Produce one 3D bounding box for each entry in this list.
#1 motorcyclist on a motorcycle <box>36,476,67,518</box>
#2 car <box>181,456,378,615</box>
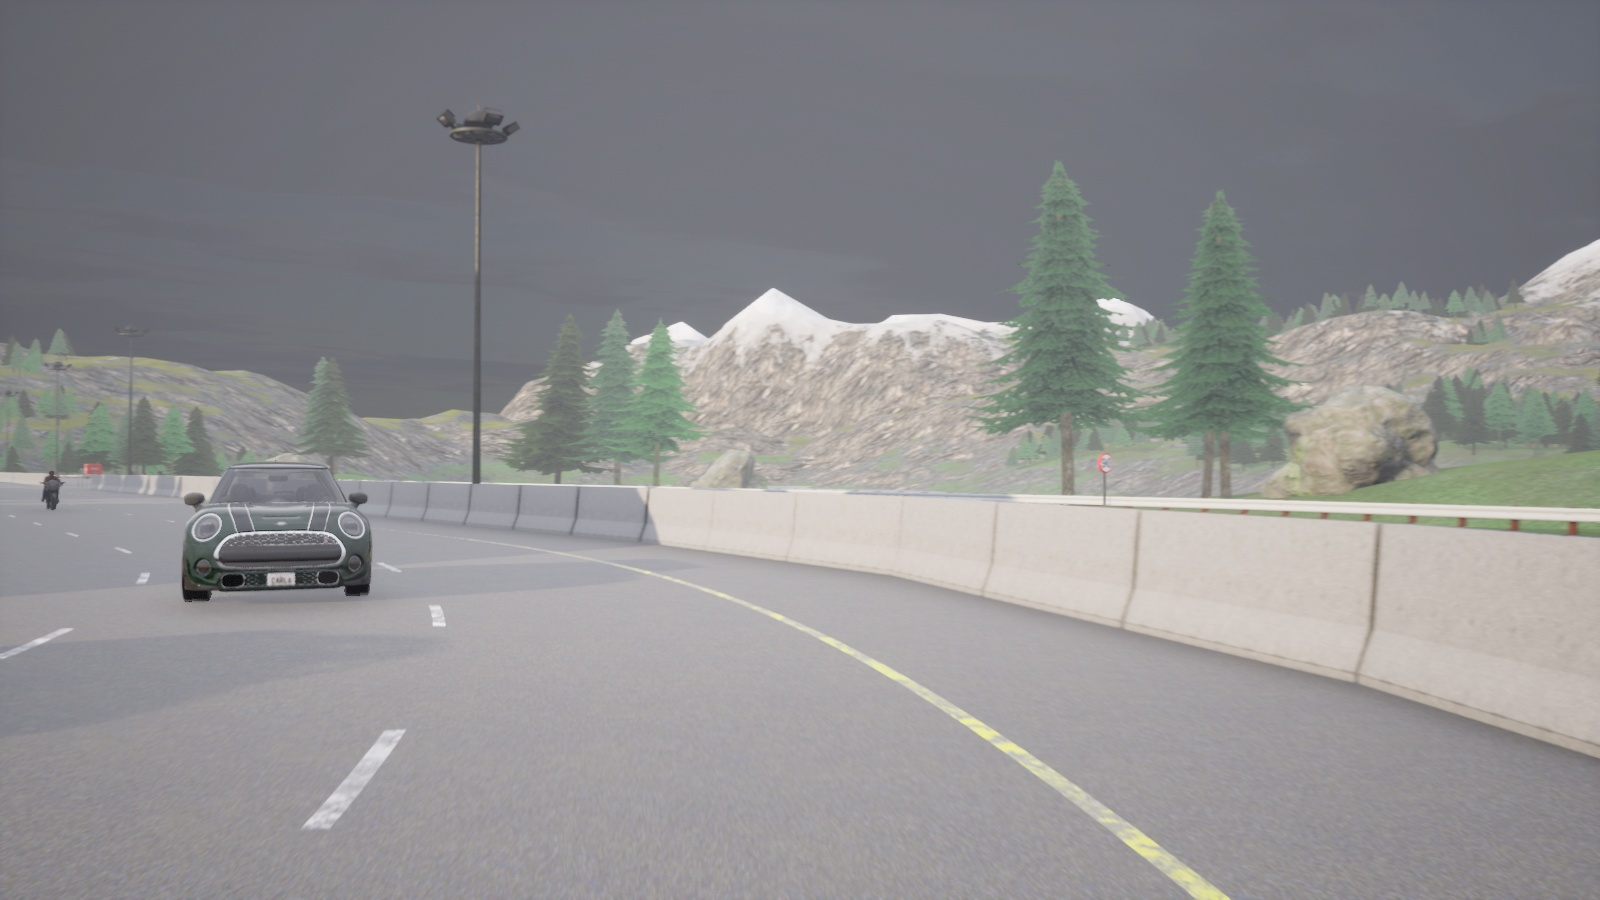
[{"bbox_3d":[-28.428,1.768,47.657,0.797,1.523,2.044,0,-1,-37],"label":"motorcyclist on a motorcycle"},{"bbox_3d":[-6.857,0.997,16.507,2.097,1.767,4.553,0,-1,-24],"label":"car"}]
